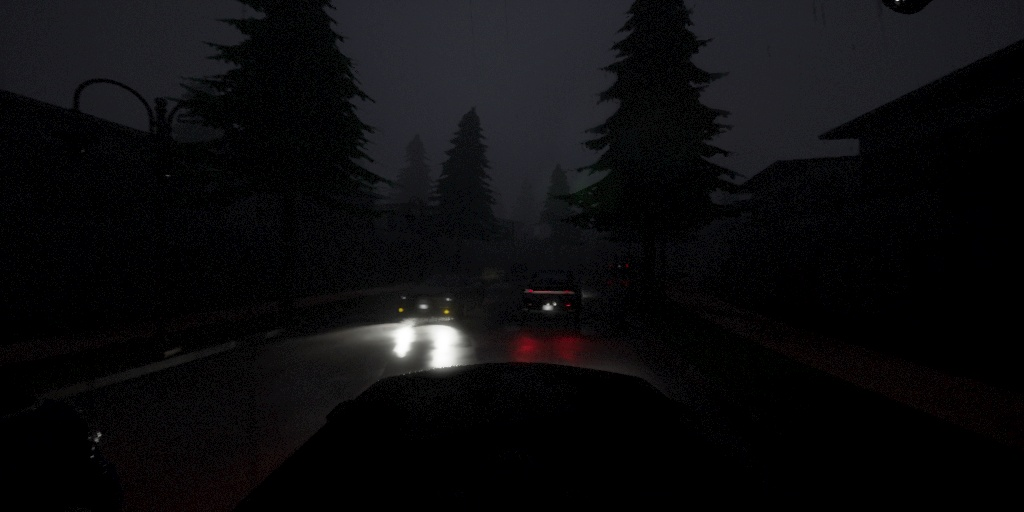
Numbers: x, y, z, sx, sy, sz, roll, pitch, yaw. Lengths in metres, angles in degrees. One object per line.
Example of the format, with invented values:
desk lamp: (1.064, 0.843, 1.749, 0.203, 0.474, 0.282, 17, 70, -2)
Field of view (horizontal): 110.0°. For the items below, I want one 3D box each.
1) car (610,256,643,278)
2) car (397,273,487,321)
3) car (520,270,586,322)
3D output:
car: (11.379, 1.030, 34.914, 2.150, 2.045, 5.566, 0, 0, 36)
car: (-2.229, 1.292, 12.428, 1.994, 1.385, 4.181, 0, 0, 11)
car: (1.497, 1.245, 12.487, 2.128, 1.511, 4.902, 0, 0, 11)
